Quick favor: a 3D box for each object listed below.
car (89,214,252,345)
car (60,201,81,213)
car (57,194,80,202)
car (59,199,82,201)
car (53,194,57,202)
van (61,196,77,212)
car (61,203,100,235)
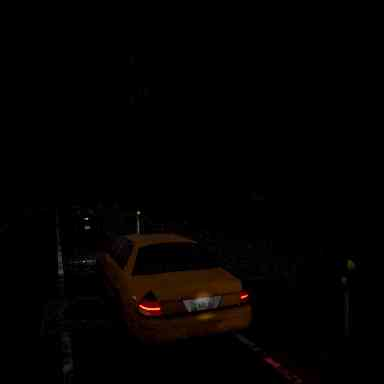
[{"bbox_3d":[-0.837,1.457,6.770,1.801,1.575,5.366,0,0,-22],"label":"car"},{"bbox_3d":[-8.186,1.552,23.828,2.008,1.369,4.403,0,0,-22],"label":"car"},{"bbox_3d":[-12.397,1.317,34.042,2.192,1.841,5.009,0,0,-22],"label":"car"},{"bbox_3d":[-10.292,1.567,28.935,1.947,1.339,4.313,0,0,-22],"label":"car"},{"bbox_3d":[-31.499,1.471,79.615,1.967,1.590,4.097,0,0,-24],"label":"car"},{"bbox_3d":[-14.503,1.343,39.148,1.690,1.788,3.998,0,0,-22],"label":"van"},{"bbox_3d":[-6.080,1.552,18.722,2.008,1.369,4.403,0,0,-22],"label":"car"}]
